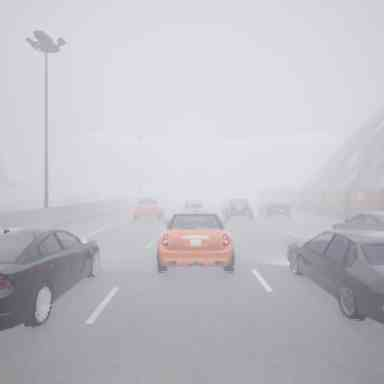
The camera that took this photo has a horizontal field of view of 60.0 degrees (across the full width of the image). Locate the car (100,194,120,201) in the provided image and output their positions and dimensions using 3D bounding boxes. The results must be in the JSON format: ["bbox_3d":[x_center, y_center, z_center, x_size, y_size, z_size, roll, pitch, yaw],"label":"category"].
[{"bbox_3d":[-13.897,1.290,58.112,1.837,1.490,4.892,0,0,2],"label":"car"}]

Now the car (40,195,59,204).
[{"bbox_3d":[-24.388,1.311,57.502,1.812,1.442,4.674,0,0,2],"label":"car"}]

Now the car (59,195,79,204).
[{"bbox_3d":[-20.864,1.288,58.093,1.837,1.490,4.892,0,0,2],"label":"car"}]

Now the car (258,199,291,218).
[{"bbox_3d":[7.106,1.371,29.076,1.882,1.535,5.008,0,0,0],"label":"car"}]

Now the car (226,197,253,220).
[{"bbox_3d":[3.604,1.252,27.215,2.097,1.767,4.553,0,0,0],"label":"car"}]

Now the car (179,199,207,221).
[{"bbox_3d":[0.105,1.390,27.510,2.128,1.511,4.902,0,0,0],"label":"car"}]

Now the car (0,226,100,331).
[{"bbox_3d":[-3.403,1.451,6.972,1.882,1.535,5.008,0,0,0],"label":"car"}]

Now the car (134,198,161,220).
[{"bbox_3d":[-3.395,1.251,27.227,2.097,1.767,4.553,0,0,0],"label":"car"}]

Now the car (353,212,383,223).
[{"bbox_3d":[7.102,1.479,12.853,1.812,1.442,4.674,0,0,0],"label":"car"}]

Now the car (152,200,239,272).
[{"bbox_3d":[0.100,1.312,10.756,2.097,1.767,4.553,0,0,0],"label":"car"}]

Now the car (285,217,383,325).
[{"bbox_3d":[3.600,1.521,7.165,2.033,1.411,5.357,0,0,0],"label":"car"}]

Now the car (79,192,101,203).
[{"bbox_3d":[-17.424,1.003,58.621,2.150,2.045,5.566,0,0,2],"label":"car"}]
